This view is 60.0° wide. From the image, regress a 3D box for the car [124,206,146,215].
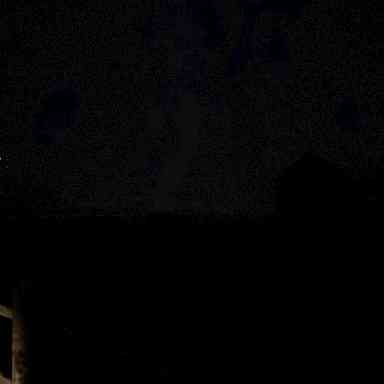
[{"bbox_3d":[-10.912,3.536,63.882,1.837,1.490,4.892,0,-3,36],"label":"car"}]
